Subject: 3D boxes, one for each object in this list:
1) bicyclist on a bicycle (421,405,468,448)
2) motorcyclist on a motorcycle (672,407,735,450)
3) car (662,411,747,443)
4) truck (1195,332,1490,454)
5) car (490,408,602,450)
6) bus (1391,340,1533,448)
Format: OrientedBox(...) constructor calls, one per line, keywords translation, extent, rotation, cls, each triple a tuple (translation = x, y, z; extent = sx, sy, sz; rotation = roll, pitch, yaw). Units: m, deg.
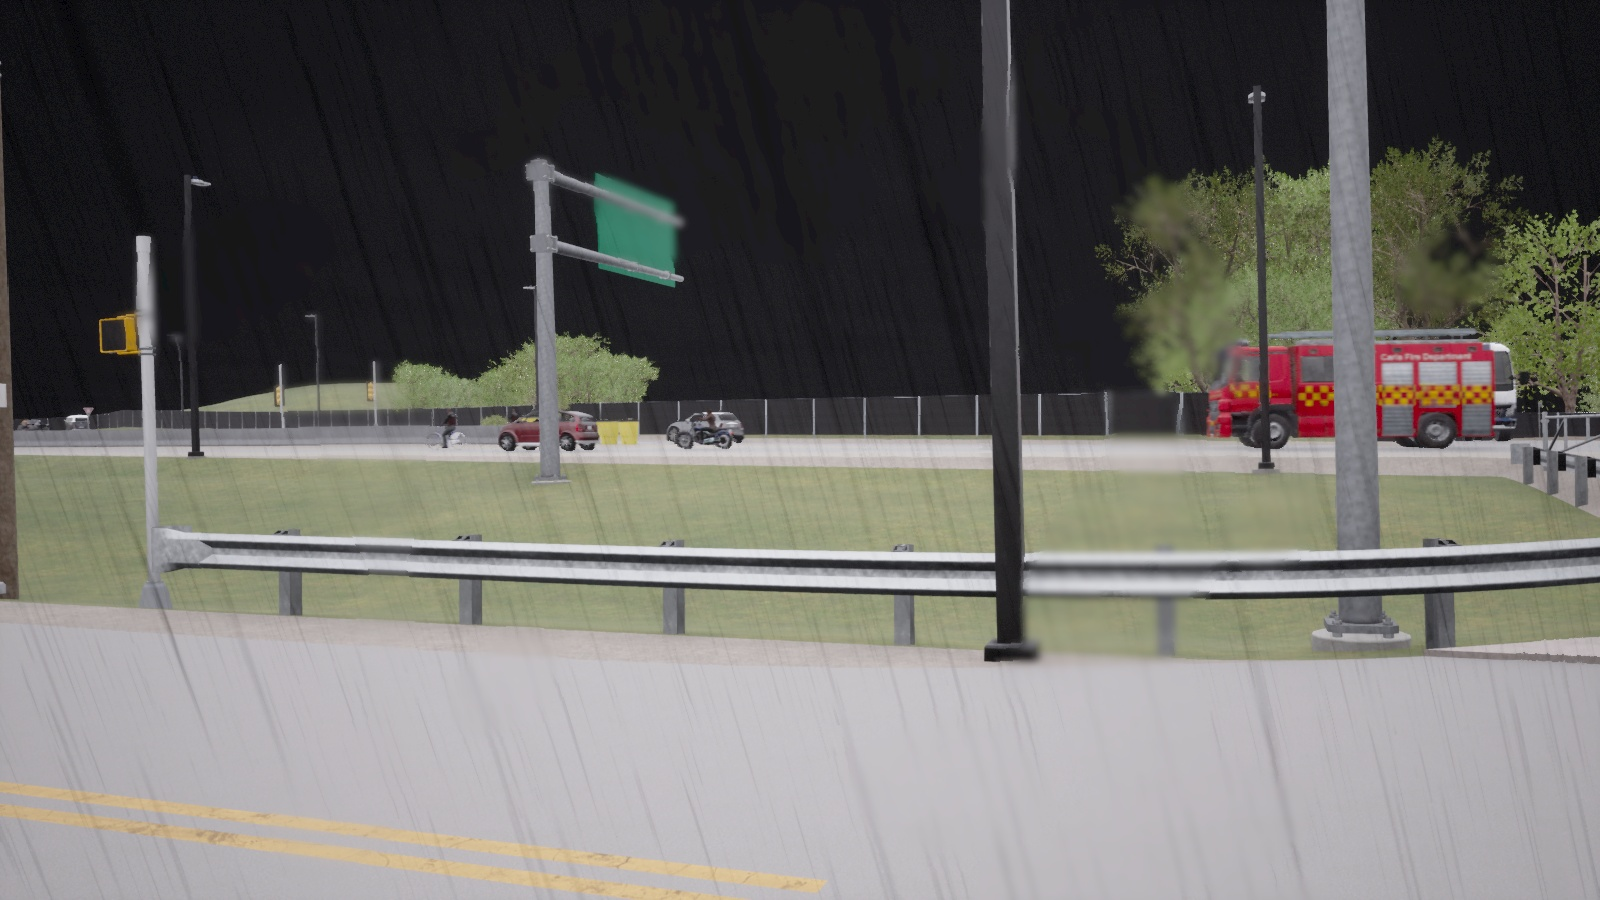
OrientedBox(translation=(-14.858, -0.983, 52.520), extent=(1.843, 1.776, 0.659), rotation=(1, 1, 19), cls="bicyclist on a bicycle")
OrientedBox(translation=(-3.735, -0.833, 48.607), extent=(2.350, 1.649, 0.766), rotation=(0, 1, 19), cls="motorcyclist on a motorcycle")
OrientedBox(translation=(-4.597, -1.130, 60.227), extent=(3.806, 1.475, 1.970), rotation=(1, 2, 40), cls="car")
OrientedBox(translation=(17.671, -1.813, 41.489), extent=(8.468, 3.827, 2.891), rotation=(0, 1, 9), cls="truck")
OrientedBox(translation=(-9.460, -0.784, 46.912), extent=(3.705, 1.549, 1.789), rotation=(0, 1, 19), cls="car")
OrientedBox(translation=(28.735, -2.265, 55.099), extent=(3.944, 4.253, 10.273), rotation=(0, 1, 19), cls="bus")
